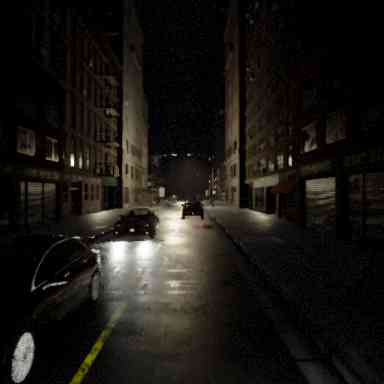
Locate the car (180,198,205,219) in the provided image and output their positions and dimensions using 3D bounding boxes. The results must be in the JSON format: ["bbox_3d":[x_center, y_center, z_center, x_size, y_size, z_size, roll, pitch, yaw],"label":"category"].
[{"bbox_3d":[0.094,1.549,29.836,2.128,1.511,4.902,0,0,0],"label":"car"}]

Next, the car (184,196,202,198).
[{"bbox_3d":[0.092,1.605,44.437,1.837,1.490,4.892,0,0,0],"label":"car"}]

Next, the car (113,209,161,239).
[{"bbox_3d":[-2.775,1.591,17.463,1.994,1.385,4.181,0,0,1],"label":"car"}]

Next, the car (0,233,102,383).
[{"bbox_3d":[-2.841,1.511,5.315,1.837,1.490,4.892,0,0,0],"label":"car"}]
